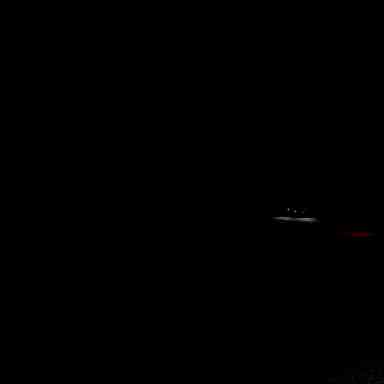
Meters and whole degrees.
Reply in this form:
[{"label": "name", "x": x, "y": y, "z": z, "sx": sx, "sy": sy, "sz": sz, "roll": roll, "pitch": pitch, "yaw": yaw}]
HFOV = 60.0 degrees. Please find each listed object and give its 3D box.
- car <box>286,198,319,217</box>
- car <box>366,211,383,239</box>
[{"label": "car", "x": 9.773, "y": 1.355, "z": 29.209, "sx": 1.837, "sy": 1.490, "sz": 4.892, "roll": -2, "pitch": -1, "yaw": 34}, {"label": "car", "x": 10.135, "y": 1.391, "z": 14.320, "sx": 2.128, "sy": 1.511, "sz": 4.902, "roll": 0, "pitch": 0, "yaw": -31}]
